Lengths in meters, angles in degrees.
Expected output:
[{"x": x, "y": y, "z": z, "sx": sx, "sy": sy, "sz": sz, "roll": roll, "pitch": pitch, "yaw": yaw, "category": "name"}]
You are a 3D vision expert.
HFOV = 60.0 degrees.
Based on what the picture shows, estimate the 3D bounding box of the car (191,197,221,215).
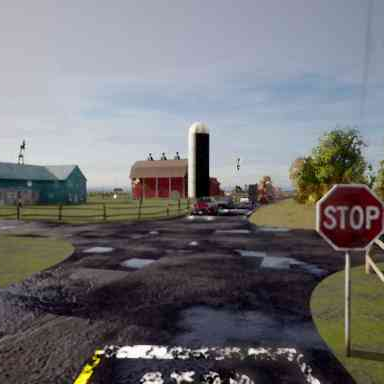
[{"x": 1.303, "y": 1.335, "z": 33.186, "sx": 2.097, "sy": 1.767, "sz": 4.553, "roll": 0, "pitch": 0, "yaw": 13, "category": "car"}]

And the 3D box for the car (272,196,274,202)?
[{"x": 16.906, "y": 1.351, "z": 72.956, "sx": 1.837, "sy": 1.490, "sz": 4.892, "roll": 0, "pitch": 0, "yaw": 19, "category": "car"}]

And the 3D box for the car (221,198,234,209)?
[{"x": 4.438, "y": 1.527, "z": 44.707, "sx": 2.033, "sy": 1.411, "sz": 5.357, "roll": 0, "pitch": 0, "yaw": 18, "category": "car"}]

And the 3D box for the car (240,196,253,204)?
[{"x": 10.064, "y": 1.504, "z": 61.465, "sx": 1.812, "sy": 1.442, "sz": 4.674, "roll": 0, "pitch": 0, "yaw": 19, "category": "car"}]

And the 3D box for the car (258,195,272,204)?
[{"x": 13.706, "y": 1.515, "z": 63.475, "sx": 1.812, "sy": 1.442, "sz": 4.674, "roll": 0, "pitch": 0, "yaw": 19, "category": "car"}]
